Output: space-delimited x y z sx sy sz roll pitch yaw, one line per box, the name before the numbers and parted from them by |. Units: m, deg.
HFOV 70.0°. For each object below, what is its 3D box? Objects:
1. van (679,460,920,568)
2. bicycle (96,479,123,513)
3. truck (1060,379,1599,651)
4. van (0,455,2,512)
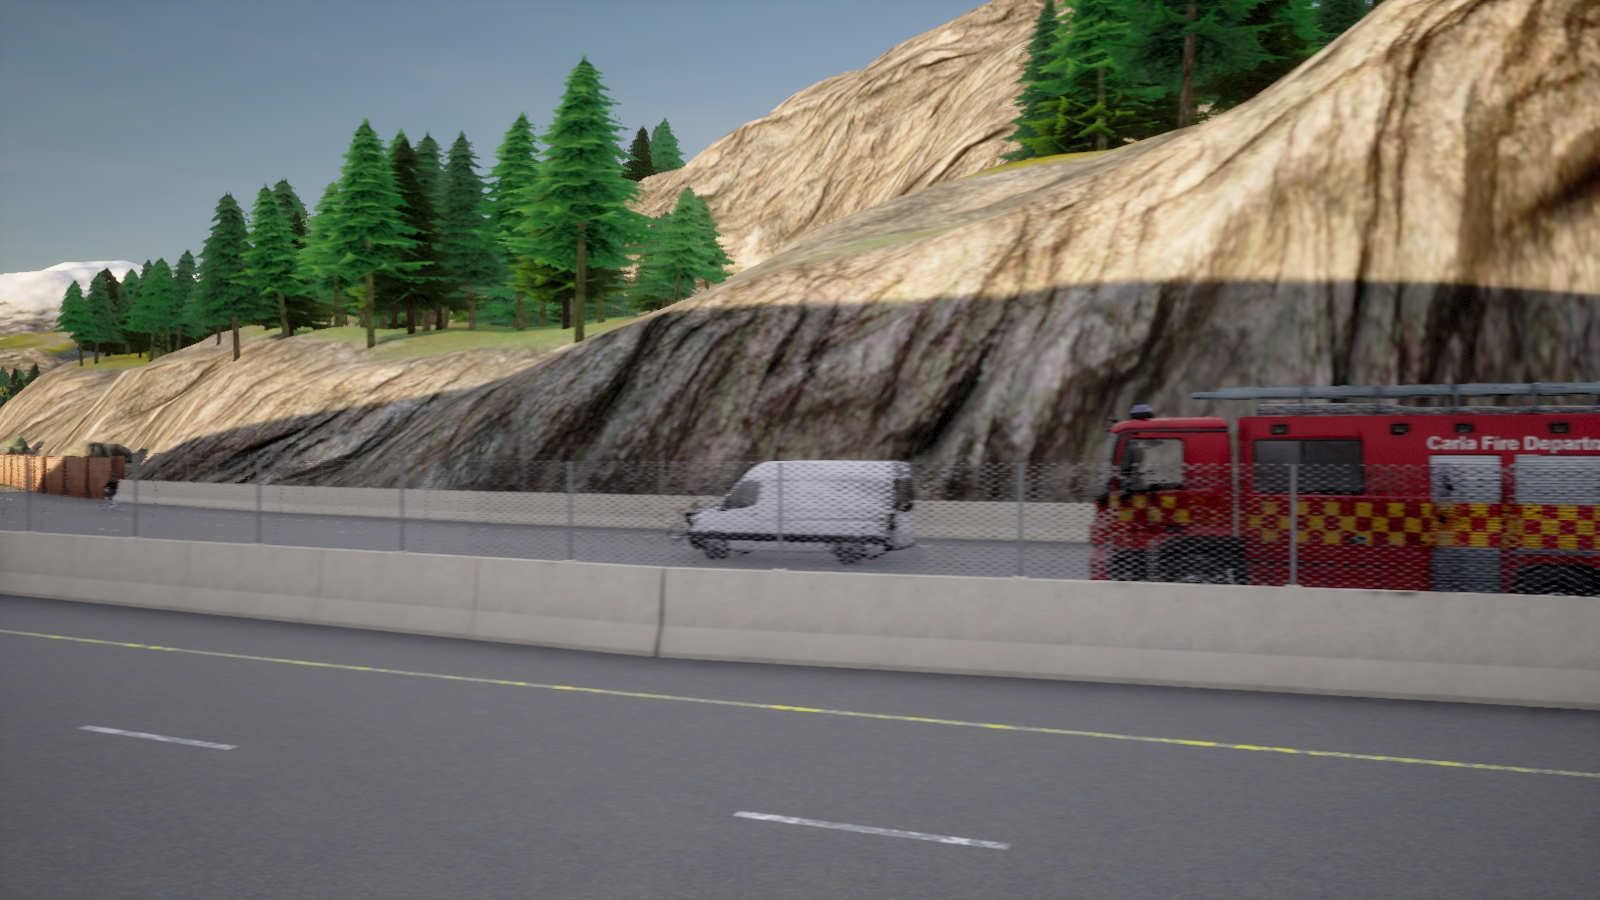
van | -0.030 1.551 29.461 5.915 2.561 1.988 0 0 23
bicycle | -31.192 2.056 51.631 1.835 1.489 0.329 0 0 36
truck | 8.685 0.908 18.487 8.468 3.827 2.891 0 0 19
van | -39.419 1.534 53.345 5.915 2.561 1.988 0 0 39
